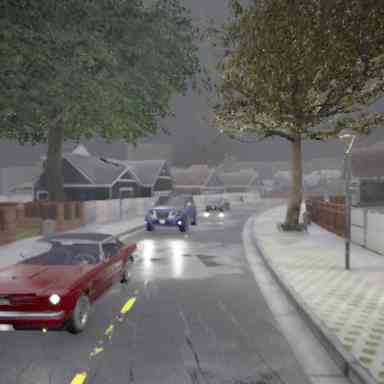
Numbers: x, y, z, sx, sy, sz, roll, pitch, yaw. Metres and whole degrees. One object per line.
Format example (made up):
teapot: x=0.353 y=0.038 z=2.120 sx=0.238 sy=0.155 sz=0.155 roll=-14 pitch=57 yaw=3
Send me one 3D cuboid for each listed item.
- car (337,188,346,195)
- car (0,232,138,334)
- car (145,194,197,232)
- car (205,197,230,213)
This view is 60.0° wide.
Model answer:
car: x=38.300 y=0.064 z=82.568 sx=5.566 sy=2.045 sz=2.150 roll=-2 pitch=2 yaw=-38
car: x=-2.529 y=1.590 z=6.879 sx=1.895 sy=1.301 sz=4.718 roll=0 pitch=0 yaw=4
car: x=-1.064 y=1.151 z=19.881 sx=2.150 sy=2.045 sz=5.566 roll=0 pitch=0 yaw=10
car: x=2.800 y=1.348 z=35.480 sx=1.837 sy=1.490 sz=4.892 roll=0 pitch=0 yaw=18
